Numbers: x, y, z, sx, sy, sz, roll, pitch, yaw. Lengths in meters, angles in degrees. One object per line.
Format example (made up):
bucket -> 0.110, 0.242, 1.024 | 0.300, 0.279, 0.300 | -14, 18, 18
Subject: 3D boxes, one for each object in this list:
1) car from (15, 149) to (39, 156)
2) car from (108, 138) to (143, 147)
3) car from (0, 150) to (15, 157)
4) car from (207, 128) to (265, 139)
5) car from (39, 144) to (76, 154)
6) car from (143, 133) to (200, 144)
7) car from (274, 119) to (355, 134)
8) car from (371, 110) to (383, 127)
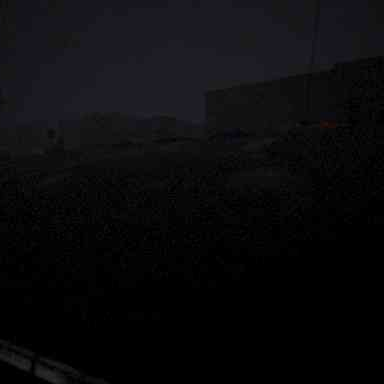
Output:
car -> -19.158, -4.489, 40.631 | 4.674, 1.452, 2.002 | 1, 1, 36
car -> -5.788, -4.276, 31.077 | 4.892, 1.521, 2.231 | 1, 1, 36
car -> -23.775, -4.741, 43.929 | 4.553, 1.767, 2.185 | 1, 1, 36
car -> 3.285, -4.023, 24.744 | 4.674, 1.452, 2.002 | 1, 1, 34
car -> -14.688, -4.572, 37.436 | 4.553, 1.767, 2.185 | 1, 1, 36
car -> -1.292, -4.179, 27.876 | 4.892, 1.521, 2.231 | 1, 1, 35
car -> 7.930, -3.942, 21.710 | 5.008, 1.535, 2.097 | 1, 1, 33
car -> 12.619, -3.948, 18.787 | 4.553, 1.767, 2.185 | 1, 1, 32
